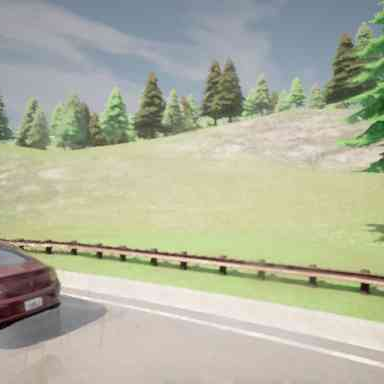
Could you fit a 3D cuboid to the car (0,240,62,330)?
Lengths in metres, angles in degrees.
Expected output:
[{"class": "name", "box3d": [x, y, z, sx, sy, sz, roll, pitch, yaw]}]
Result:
[{"class": "car", "box3d": [-4.495, 1.563, 6.122, 4.674, 1.442, 1.812, 0, 0, 26]}]
